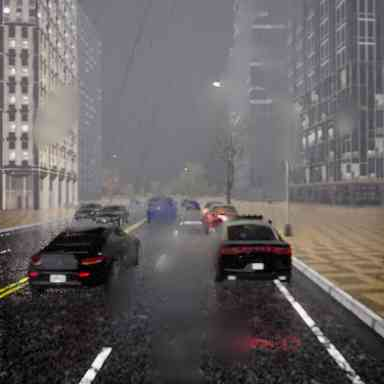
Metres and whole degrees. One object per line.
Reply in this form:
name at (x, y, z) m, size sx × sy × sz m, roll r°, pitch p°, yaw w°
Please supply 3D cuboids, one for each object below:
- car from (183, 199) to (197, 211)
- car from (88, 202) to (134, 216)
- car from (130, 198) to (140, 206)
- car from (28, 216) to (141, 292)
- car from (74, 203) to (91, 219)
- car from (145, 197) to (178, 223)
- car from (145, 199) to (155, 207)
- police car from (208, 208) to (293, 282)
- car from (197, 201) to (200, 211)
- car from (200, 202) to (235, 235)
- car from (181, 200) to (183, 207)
car at (0.099, 1.873, 46.343) m, size 1.812 × 1.442 × 4.674 m, roll 0°, pitch 0°, yaw -4°
car at (-5.854, 1.714, 24.683) m, size 1.837 × 1.490 × 4.892 m, roll 0°, pitch 0°, yaw 0°
car at (-12.199, 2.130, 71.107) m, size 2.128 × 1.511 × 4.902 m, roll 0°, pitch 0°, yaw -7°
car at (-2.636, 1.605, 9.058) m, size 1.812 × 1.442 × 4.674 m, roll 0°, pitch 0°, yaw 2°
car at (-9.176, 1.771, 30.169) m, size 1.837 × 1.490 × 4.892 m, roll 0°, pitch 0°, yaw -1°
car at (-2.429, 1.436, 27.602) m, size 2.150 × 2.045 × 5.566 m, roll 0°, pitch 0°, yaw -1°
car at (-8.346, 2.074, 66.150) m, size 1.812 × 1.442 × 4.674 m, roll 0°, pitch 0°, yaw -6°
police car at (1.573, 1.492, 10.099) m, size 1.930 × 1.638 × 5.238 m, roll 0°, pitch 0°, yaw 2°
car at (1.753, 1.536, 26.212) m, size 2.097 × 1.767 × 4.553 m, roll 0°, pitch 0°, yaw -1°
car at (1.766, 1.491, 20.117) m, size 2.097 × 1.767 × 4.553 m, roll 0°, pitch 0°, yaw 0°
car at (-1.006, 1.987, 59.908) m, size 1.812 × 1.442 × 4.674 m, roll 0°, pitch 0°, yaw -6°
